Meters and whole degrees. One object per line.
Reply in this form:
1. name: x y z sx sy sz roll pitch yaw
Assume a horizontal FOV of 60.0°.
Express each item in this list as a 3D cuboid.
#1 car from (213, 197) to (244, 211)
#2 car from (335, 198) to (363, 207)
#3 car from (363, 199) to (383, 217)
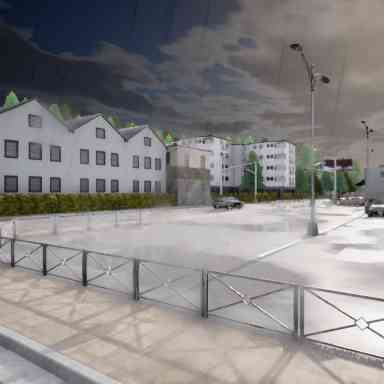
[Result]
1. car: 4.164 1.300 37.413 2.128 1.511 4.902 0 0 35
2. car: 24.414 1.548 51.536 4.181 1.385 1.994 0 0 40
3. car: 15.428 1.298 26.805 2.007 1.523 4.514 0 0 35
